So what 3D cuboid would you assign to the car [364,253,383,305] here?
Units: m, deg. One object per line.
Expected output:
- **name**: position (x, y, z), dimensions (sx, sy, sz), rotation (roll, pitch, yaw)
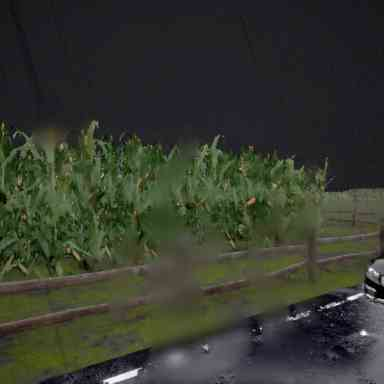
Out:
- **car**: position (5.541, 1.493, 7.008), dimensions (4.902, 1.511, 2.128), rotation (0, 0, -35)
